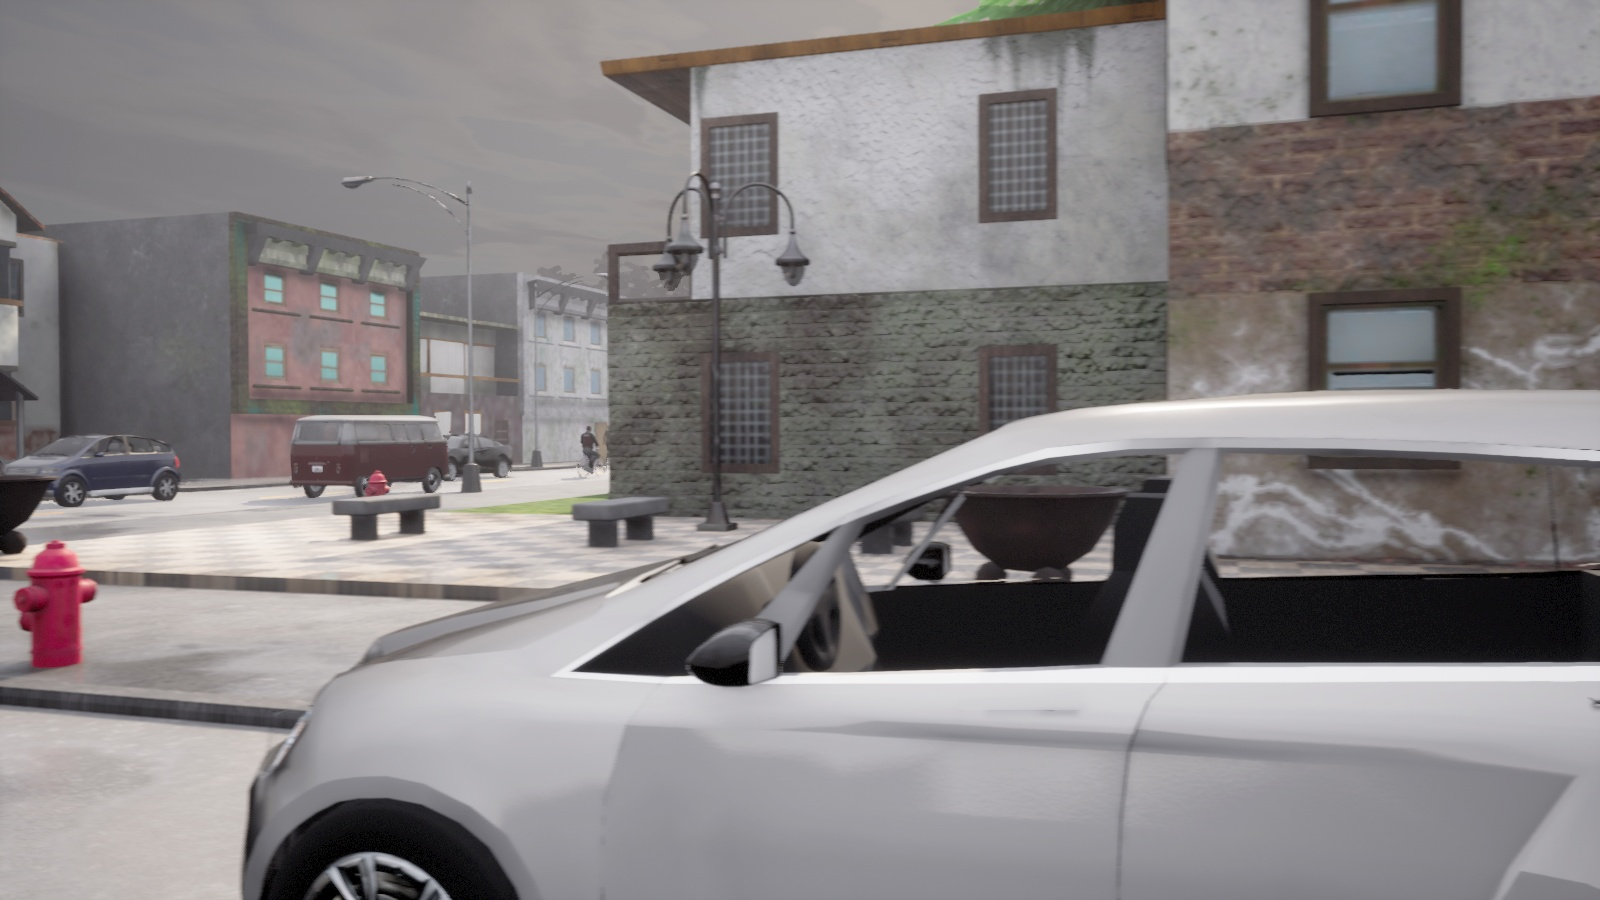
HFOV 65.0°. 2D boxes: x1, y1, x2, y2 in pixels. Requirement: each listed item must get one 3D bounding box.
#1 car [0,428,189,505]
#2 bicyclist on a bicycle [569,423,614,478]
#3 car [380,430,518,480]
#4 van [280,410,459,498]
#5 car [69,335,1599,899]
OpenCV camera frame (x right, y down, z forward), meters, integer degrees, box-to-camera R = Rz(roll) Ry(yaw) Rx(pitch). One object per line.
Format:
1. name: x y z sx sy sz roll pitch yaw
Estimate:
1. car: -15.640 0.302 27.722 1.789 1.549 3.705 0 1 18
2. bicyclist on a bicycle: -6.914 0.008 41.723 0.659 1.776 1.843 0 1 20
3. car: -11.315 0.112 40.899 1.882 1.535 5.008 1 1 18
4. van: -10.430 0.051 30.800 1.775 1.987 4.442 1 1 19
5. car: 0.743 0.618 3.464 4.611 1.667 2.242 0 1 18
